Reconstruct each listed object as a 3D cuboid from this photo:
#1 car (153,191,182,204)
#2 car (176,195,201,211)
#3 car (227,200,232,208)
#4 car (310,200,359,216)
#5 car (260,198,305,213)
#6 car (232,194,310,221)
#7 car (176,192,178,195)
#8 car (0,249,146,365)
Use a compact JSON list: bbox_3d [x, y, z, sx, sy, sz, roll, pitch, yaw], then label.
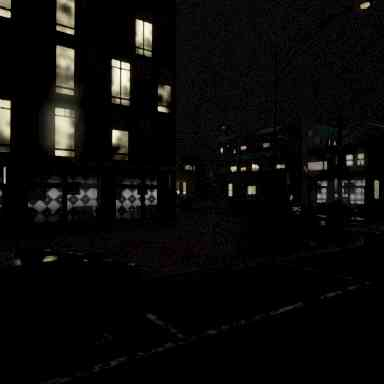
[{"bbox_3d":[-3.956,0.793,52.066,2.192,1.841,5.009,1,0,-36],"label":"car"},{"bbox_3d":[-0.835,1.231,33.702,1.802,1.307,4.206,1,0,-36],"label":"car"},{"bbox_3d":[5.912,1.130,38.675,1.967,1.590,4.097,1,0,-36],"label":"car"},{"bbox_3d":[12.493,1.371,29.746,1.887,1.381,4.507,1,0,-36],"label":"car"},{"bbox_3d":[9.202,1.340,34.209,1.802,1.307,4.206,1,0,-36],"label":"car"},{"bbox_3d":[5.753,1.101,24.773,2.192,1.841,5.009,1,0,-36],"label":"car"},{"bbox_3d":[-0.671,1.101,47.603,2.008,1.369,4.403,1,0,-36],"label":"car"},{"bbox_3d":[-2.737,1.566,4.602,4.313,1.339,1.947,0,0,-36],"label":"car"}]
